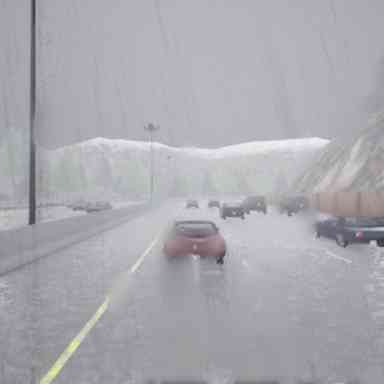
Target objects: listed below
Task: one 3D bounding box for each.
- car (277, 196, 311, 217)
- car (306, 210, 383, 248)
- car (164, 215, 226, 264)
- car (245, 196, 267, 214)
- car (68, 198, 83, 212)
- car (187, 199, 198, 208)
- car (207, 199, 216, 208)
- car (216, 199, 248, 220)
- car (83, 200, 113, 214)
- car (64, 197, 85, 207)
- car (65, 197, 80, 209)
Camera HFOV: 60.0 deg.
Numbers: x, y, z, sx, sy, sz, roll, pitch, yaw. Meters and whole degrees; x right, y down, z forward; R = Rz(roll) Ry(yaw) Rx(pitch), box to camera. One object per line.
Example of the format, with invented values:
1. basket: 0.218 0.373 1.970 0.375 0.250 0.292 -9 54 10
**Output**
1. car: 10.588 1.445 34.747 2.150 2.045 5.566 0 0 0
2. car: 7.092 1.698 15.221 1.895 1.301 4.718 0 0 0
3. car: 0.096 1.679 12.123 1.895 1.301 4.718 0 0 0
4. car: 7.086 1.468 38.168 2.150 2.045 5.566 0 0 0
5. car: -14.090 1.845 43.559 1.994 1.385 4.181 0 0 0
6. car: 0.081 1.899 55.022 2.033 1.411 5.357 0 0 0
7. car: 3.579 1.856 54.651 1.837 1.490 4.892 0 0 0
8. car: 3.587 1.674 30.703 1.882 1.535 5.008 0 0 0
9. car: -10.604 1.797 38.869 2.033 1.411 5.357 0 0 0
10. car: -21.040 1.734 59.677 2.097 1.767 4.553 0 0 0
11. car: -17.578 1.830 50.592 1.837 1.490 4.892 0 0 0
